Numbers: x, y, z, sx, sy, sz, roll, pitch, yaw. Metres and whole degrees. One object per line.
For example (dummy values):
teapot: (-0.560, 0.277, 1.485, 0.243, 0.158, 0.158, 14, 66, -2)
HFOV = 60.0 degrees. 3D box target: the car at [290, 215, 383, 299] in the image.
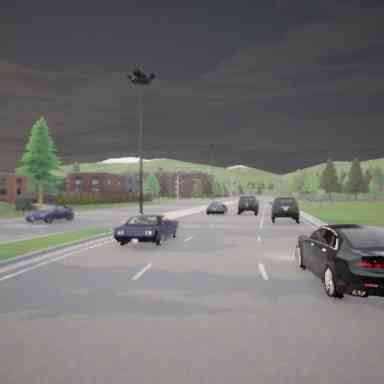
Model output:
car: (4.017, 1.572, 8.544, 1.837, 1.490, 4.892, 0, 0, 5)

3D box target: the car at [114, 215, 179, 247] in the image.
car: (-1.947, 1.728, 15.871, 1.895, 1.301, 4.718, 0, 0, 10)

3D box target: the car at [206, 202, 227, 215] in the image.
car: (2.897, 1.866, 38.290, 1.994, 1.385, 4.181, 0, 0, 13)

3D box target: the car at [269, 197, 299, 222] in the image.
car: (7.816, 1.442, 28.252, 2.150, 2.045, 5.566, 0, 0, 13)

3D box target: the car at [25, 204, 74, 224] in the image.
car: (-11.483, 1.748, 27.291, 1.812, 1.442, 4.674, 0, -1, 13)

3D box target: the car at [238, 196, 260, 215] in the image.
car: (6.508, 1.524, 38.411, 2.150, 2.045, 5.566, 0, 0, 13)

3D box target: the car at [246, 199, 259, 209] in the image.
car: (9.717, 1.942, 53.151, 1.812, 1.442, 4.674, 0, 0, 13)
